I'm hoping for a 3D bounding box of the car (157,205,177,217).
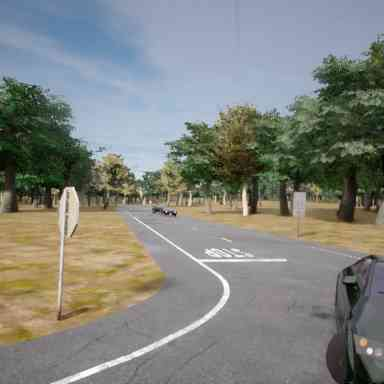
[{"bbox_3d":[-3.457,2.857,48.040,1.895,1.301,4.718,3,-2,-13],"label":"car"}]

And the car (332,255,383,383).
[{"bbox_3d":[3.114,1.644,4.634,1.994,1.385,4.181,1,-1,22],"label":"car"}]

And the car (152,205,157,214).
[{"bbox_3d":[-5.709,2.968,56.887,1.882,1.535,5.008,3,-2,-14],"label":"car"}]
